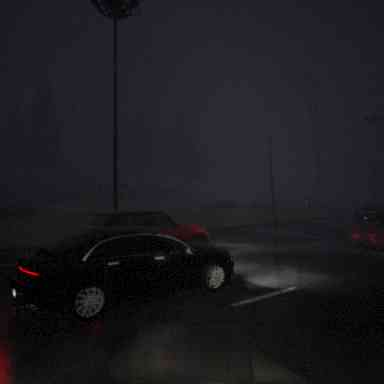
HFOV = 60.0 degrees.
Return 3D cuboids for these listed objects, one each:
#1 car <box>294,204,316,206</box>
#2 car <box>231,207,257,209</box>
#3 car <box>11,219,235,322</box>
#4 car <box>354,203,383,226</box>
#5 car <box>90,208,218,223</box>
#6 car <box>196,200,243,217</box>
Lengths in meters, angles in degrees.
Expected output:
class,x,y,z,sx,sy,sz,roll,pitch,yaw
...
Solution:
class,x,y,z,sx,sy,sz,roll,pitch,yaw
car,18.957,1.513,55.238,2.097,1.767,4.553,0,0,40
car,5.893,1.699,31.491,4.718,1.301,1.895,0,0,-43
car,-1.190,1.531,7.334,4.892,1.490,1.837,0,0,-37
car,13.457,1.557,23.995,4.902,1.511,2.128,0,0,-43
car,-1.491,1.392,11.485,4.553,1.767,2.097,0,0,-37
car,2.844,1.585,33.483,5.008,1.535,1.882,0,0,-42
